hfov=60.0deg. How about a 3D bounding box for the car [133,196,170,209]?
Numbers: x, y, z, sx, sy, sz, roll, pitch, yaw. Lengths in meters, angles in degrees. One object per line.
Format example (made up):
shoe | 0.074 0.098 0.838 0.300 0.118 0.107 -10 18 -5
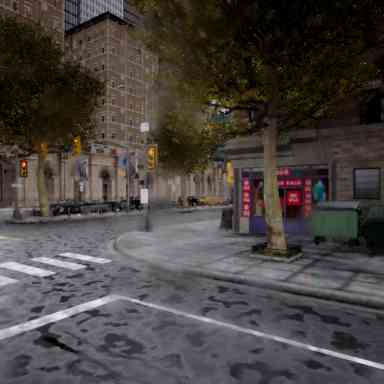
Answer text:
car | -4.966 1.504 43.830 1.837 1.490 4.892 0 0 36

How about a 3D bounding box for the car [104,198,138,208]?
car | -10.206 1.595 47.937 1.895 1.301 4.718 0 0 36

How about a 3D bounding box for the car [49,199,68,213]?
car | -13.876 1.505 37.477 1.837 1.490 4.892 0 0 36

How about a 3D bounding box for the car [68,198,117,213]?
car | -10.694 1.564 35.904 1.994 1.385 4.181 0 0 36

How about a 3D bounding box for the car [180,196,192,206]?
car | -0.030 1.478 56.609 1.882 1.535 5.008 0 1 36

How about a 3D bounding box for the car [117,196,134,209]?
car | -7.932 1.352 45.703 2.097 1.767 4.553 0 0 36

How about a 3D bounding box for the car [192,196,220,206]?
car | 2.652 1.478 54.345 1.882 1.535 5.008 0 0 36
